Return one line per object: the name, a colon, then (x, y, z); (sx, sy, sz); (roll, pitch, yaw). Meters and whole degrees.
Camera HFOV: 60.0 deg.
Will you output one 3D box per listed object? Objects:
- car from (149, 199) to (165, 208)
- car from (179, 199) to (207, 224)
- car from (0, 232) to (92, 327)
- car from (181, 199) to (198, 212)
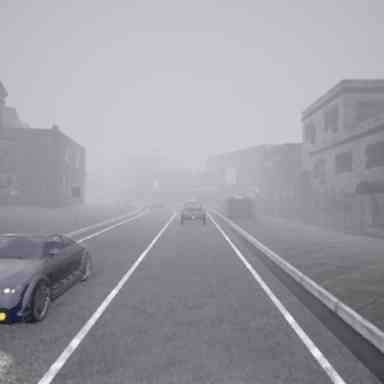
car: (-5.341, 1.743, 50.398); (1.895, 1.301, 4.718); (0, 0, -14)
car: (0.089, 1.567, 25.274); (2.128, 1.511, 4.902); (0, 0, 0)
car: (-3.603, 1.586, 7.043); (1.994, 1.385, 4.181); (0, 0, 0)
car: (-0.429, 1.637, 42.691); (1.837, 1.490, 4.892); (0, 0, -5)
